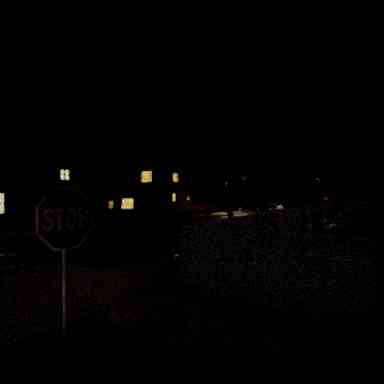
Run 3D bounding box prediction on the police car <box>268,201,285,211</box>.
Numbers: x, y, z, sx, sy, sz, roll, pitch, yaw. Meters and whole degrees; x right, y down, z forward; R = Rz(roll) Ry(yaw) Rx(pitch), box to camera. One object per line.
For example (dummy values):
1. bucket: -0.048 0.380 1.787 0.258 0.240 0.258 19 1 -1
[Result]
1. police car: 9.022 1.832 38.279 2.038 1.542 4.974 -1 -1 34
